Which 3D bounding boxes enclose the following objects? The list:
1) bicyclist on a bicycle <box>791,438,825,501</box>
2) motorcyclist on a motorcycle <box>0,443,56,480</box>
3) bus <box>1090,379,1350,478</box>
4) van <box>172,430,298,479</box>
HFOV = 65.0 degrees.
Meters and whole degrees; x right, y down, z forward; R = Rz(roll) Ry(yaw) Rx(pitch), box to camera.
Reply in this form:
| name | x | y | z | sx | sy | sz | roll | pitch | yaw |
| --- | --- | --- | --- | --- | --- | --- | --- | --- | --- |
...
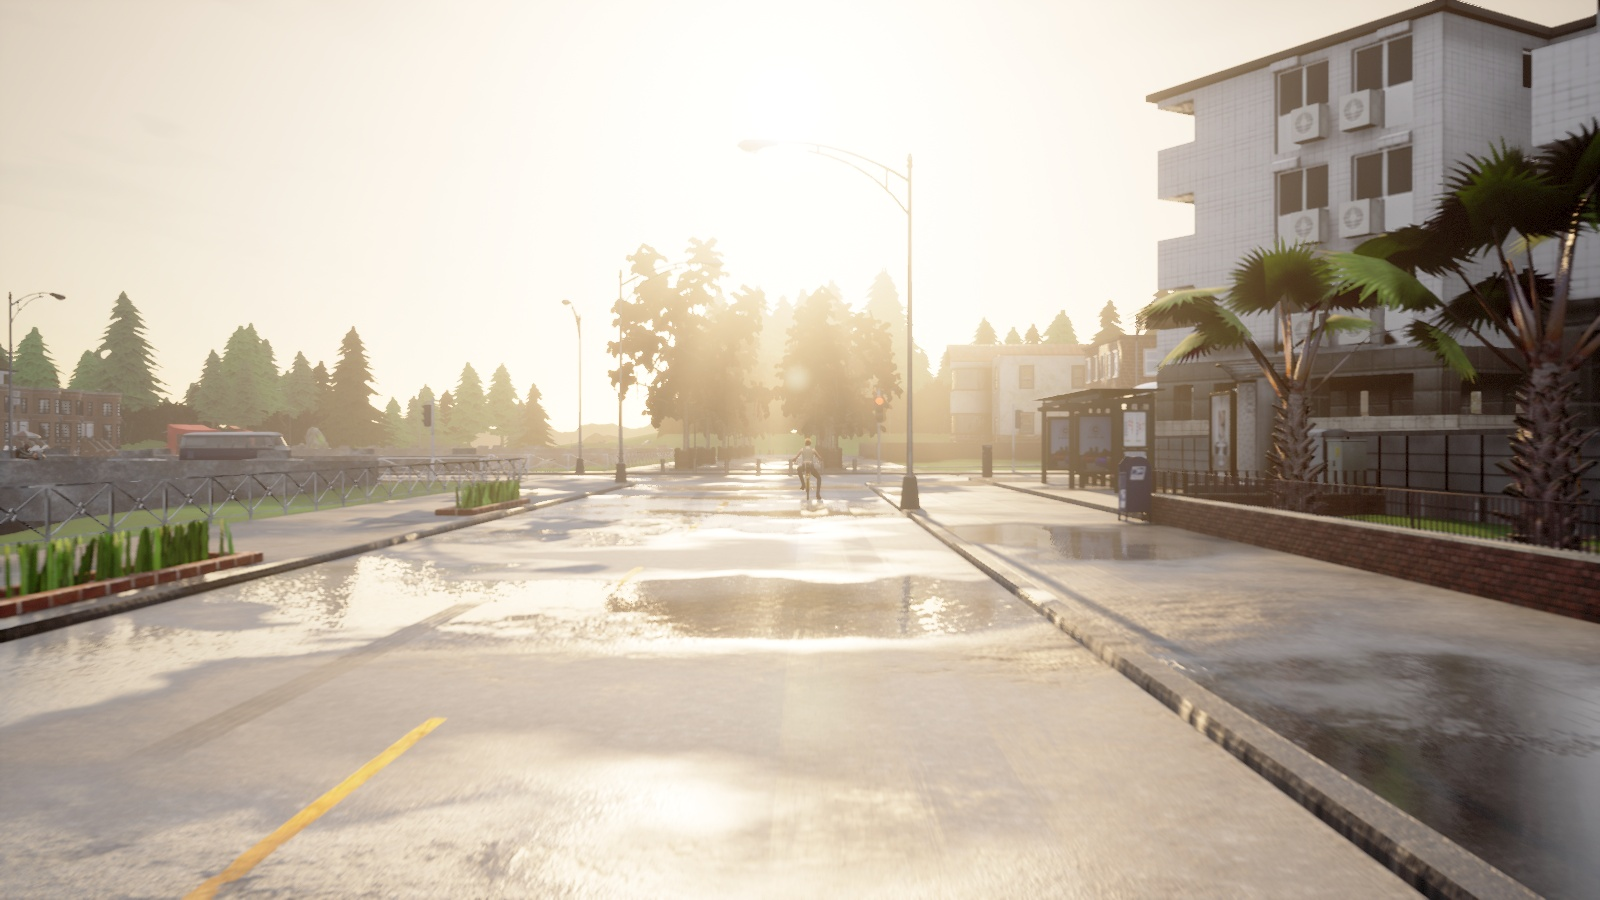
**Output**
| name | x | y | z | sx | sy | sz | roll | pitch | yaw |
| --- | --- | --- | --- | --- | --- | --- | --- | --- | --- |
| bicyclist on a bicycle | 0.204 | 0.498 | 32.835 | 0.866 | 1.612 | 1.509 | 0 | 0 | 0 |
| motorcyclist on a motorcycle | -32.503 | 0.459 | 52.580 | 2.191 | 1.530 | 0.866 | 0 | 0 | 0 |
| bus | 18.559 | -0.931 | 56.077 | 10.273 | 4.253 | 3.944 | 0 | 0 | 0 |
| van | -23.593 | 0.184 | 52.533 | 4.442 | 1.987 | 1.775 | 0 | 0 | 0 |
